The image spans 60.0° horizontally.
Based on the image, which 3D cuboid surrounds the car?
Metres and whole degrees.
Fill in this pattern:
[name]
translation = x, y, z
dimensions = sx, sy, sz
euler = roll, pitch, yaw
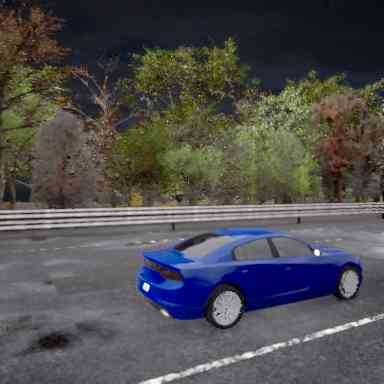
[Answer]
[car]
translation = 1.383, 1.485, 6.900
dimensions = 5.008, 1.535, 1.882
euler = 0, 0, -28
